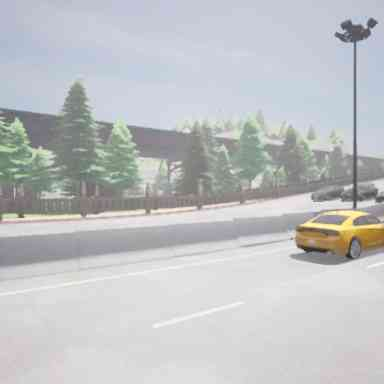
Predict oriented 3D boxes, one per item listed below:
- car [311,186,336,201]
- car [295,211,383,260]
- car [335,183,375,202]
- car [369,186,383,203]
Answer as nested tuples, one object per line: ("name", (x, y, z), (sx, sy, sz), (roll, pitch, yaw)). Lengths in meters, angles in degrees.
("car", (15.200, 0.111, 37.096), (4.902, 1.511, 2.128), (-7, 4, -36))
("car", (5.987, 1.457, 12.592), (5.008, 1.535, 1.882), (-2, 1, -36))
("car", (17.318, -0.036, 34.310), (4.553, 1.767, 2.097), (-7, 4, -36))
("car", (19.382, 0.160, 31.487), (5.357, 1.411, 2.033), (-7, 4, -36))
